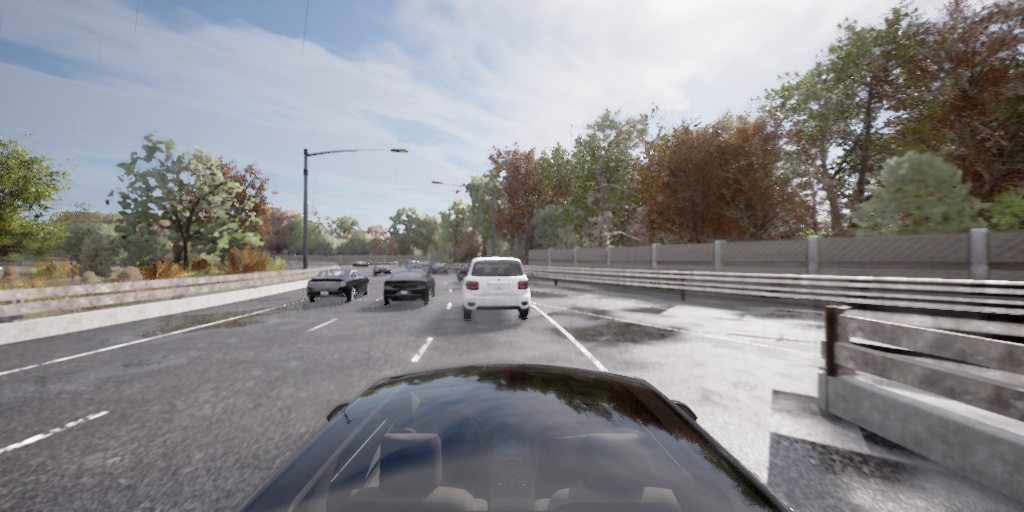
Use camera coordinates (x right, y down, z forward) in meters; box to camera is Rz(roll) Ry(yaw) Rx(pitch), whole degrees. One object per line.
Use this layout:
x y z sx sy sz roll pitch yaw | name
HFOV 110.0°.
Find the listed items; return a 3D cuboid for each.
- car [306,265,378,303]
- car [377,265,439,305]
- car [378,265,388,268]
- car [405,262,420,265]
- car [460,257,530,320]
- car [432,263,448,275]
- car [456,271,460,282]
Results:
-8.377 1.378 17.690 2.128 1.511 4.902 0 0 -9 | car
-4.720 1.354 16.970 1.882 1.535 5.008 0 0 -8 | car
-15.956 1.702 43.694 1.895 1.301 4.718 0 0 -23 | car
-11.756 1.579 42.647 2.128 1.511 4.902 0 -1 -22 | car
-0.734 1.067 13.402 2.150 2.045 5.566 0 0 -7 | car
-9.585 1.638 46.229 1.812 1.442 4.674 0 0 -23 | car
-3.241 1.522 29.623 2.033 1.411 5.357 0 0 -20 | car
